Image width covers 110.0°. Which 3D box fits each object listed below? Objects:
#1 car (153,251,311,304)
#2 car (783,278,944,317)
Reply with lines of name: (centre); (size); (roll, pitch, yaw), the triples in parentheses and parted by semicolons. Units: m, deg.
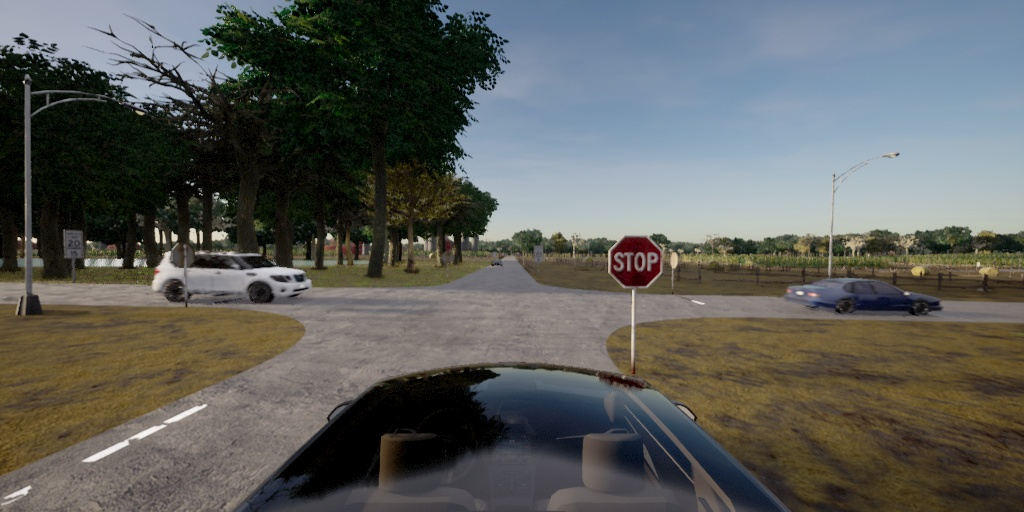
car: (-11.562, 0.847, 15.005); (5.566, 2.045, 2.150); (1, 1, 0)
car: (14.634, 1.665, 15.146); (5.357, 1.411, 2.033); (1, 1, 0)
